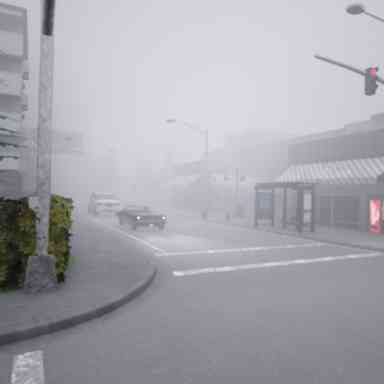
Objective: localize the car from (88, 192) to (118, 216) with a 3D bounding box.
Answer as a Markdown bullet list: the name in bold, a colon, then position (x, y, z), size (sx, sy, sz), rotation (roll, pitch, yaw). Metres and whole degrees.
- **car**: position (-8.271, 1.060, 31.019), size (2.150, 2.045, 5.566), rotation (2, 0, -25)

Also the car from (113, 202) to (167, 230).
- **car**: position (-3.156, 1.499, 20.275), size (1.895, 1.301, 4.718), rotation (2, 0, -26)
